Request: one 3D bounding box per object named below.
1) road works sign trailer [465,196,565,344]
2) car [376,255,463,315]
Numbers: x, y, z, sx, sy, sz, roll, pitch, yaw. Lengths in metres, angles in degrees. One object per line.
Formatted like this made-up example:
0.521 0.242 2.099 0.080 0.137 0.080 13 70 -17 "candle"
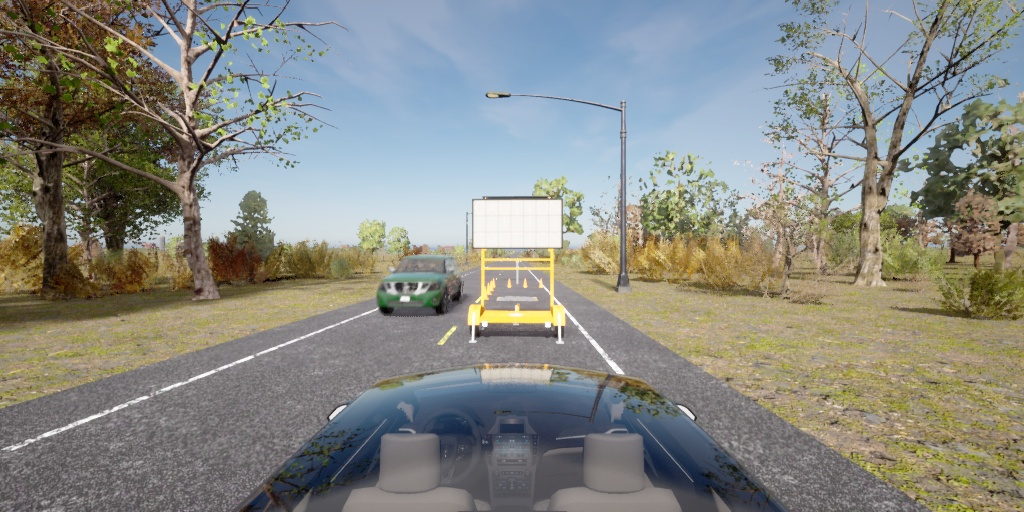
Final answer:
0.148 0.211 9.626 2.380 3.560 2.880 0 0 2 "road works sign trailer"
-3.302 0.965 13.948 2.150 2.045 5.566 0 0 1 "car"
